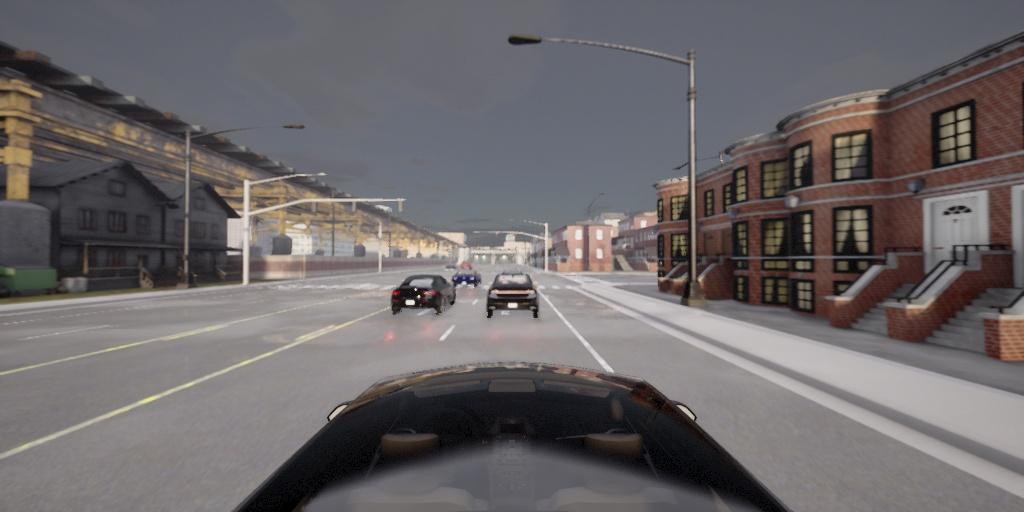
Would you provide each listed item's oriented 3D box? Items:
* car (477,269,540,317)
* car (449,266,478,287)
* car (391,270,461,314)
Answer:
[{"bbox_3d":[0.039,1.406,13.923,2.128,1.511,4.902,0,-1,0],"label":"car"},{"bbox_3d":[-3.468,1.707,28.274,1.895,1.301,4.718,0,-1,1],"label":"car"},{"bbox_3d":[-3.455,1.448,14.549,1.812,1.442,4.674,0,-1,1],"label":"car"}]
